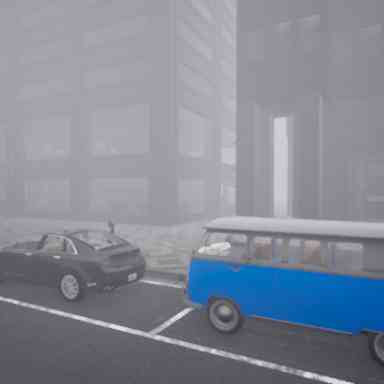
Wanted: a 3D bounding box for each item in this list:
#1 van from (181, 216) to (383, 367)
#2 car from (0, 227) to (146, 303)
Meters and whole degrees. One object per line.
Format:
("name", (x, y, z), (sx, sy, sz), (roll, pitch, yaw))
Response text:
("van", (1.815, 1.332, 5.289), (3.998, 1.788, 1.690), (0, 0, 28))
("car", (-3.164, 1.525, 7.932), (4.403, 1.369, 2.008), (0, 0, 28))
